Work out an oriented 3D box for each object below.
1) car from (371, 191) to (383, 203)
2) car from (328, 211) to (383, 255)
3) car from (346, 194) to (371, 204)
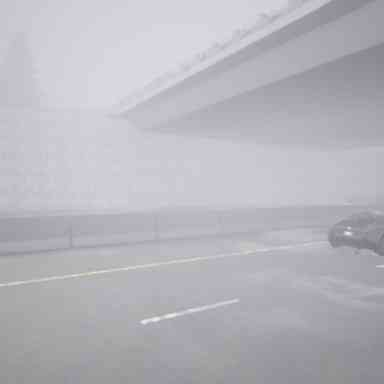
[{"bbox_3d":[28.678,0.712,47.845,5.566,2.045,2.150,0,1,-33],"label":"car"},{"bbox_3d":[7.115,1.419,12.655,4.181,1.385,1.994,0,1,-33],"label":"car"},{"bbox_3d":[25.399,0.972,49.893,5.357,1.411,2.033,0,1,-33],"label":"car"}]
